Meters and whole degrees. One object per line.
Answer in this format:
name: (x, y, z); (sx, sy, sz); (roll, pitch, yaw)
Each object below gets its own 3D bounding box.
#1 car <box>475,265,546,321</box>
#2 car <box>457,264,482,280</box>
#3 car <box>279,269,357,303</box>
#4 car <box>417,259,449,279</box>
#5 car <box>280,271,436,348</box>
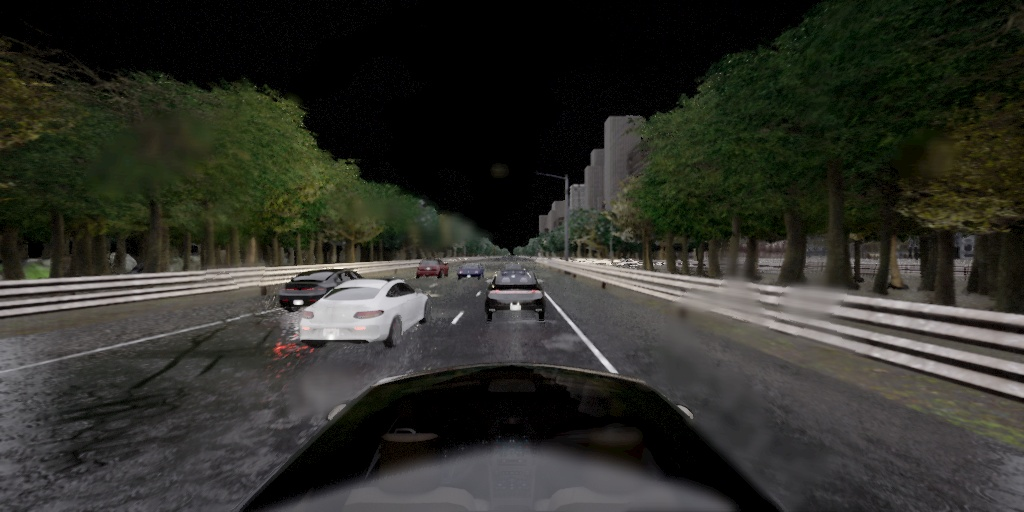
car: (0.099, 1.236, 12.525); (2.128, 1.511, 4.902); (0, 0, 0)
car: (-3.404, 1.298, 30.468); (1.895, 1.301, 4.718); (0, 0, 0)
car: (-6.902, 1.247, 13.990); (1.837, 1.490, 4.892); (0, 0, 0)
car: (-6.907, 1.044, 31.712); (2.097, 1.767, 4.553); (0, 0, 0)
car: (-3.402, 1.273, 9.064); (1.812, 1.442, 4.674); (0, 0, 0)
